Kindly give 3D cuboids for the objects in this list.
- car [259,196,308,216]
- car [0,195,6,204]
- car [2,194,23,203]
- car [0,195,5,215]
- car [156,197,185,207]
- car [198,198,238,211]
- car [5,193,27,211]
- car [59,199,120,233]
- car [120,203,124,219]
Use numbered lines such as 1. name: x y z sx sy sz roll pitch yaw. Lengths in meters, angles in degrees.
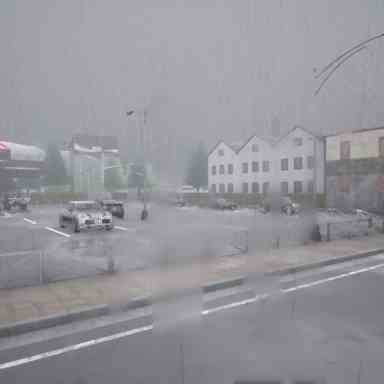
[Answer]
1. car: 8.427 1.176 30.575 2.097 1.767 4.553 0 0 -35
2. car: -39.529 1.495 65.869 4.611 1.667 2.242 0 0 -36
3. car: -39.301 1.328 72.998 3.866 1.878 1.905 0 0 -36
4. car: -18.256 1.113 29.604 1.932 1.855 4.605 0 0 -36
5. car: -3.111 1.371 46.836 2.033 1.411 5.357 0 0 -35
6. car: 2.892 1.371 38.341 2.033 1.411 5.357 0 0 -36
7. car: -20.168 1.092 37.914 1.905 1.878 3.866 0 0 -36
8. car: -5.654 1.248 17.647 1.970 1.475 3.806 0 0 -36
9. car: -6.783 1.313 25.511 2.007 1.523 4.514 0 0 -36
